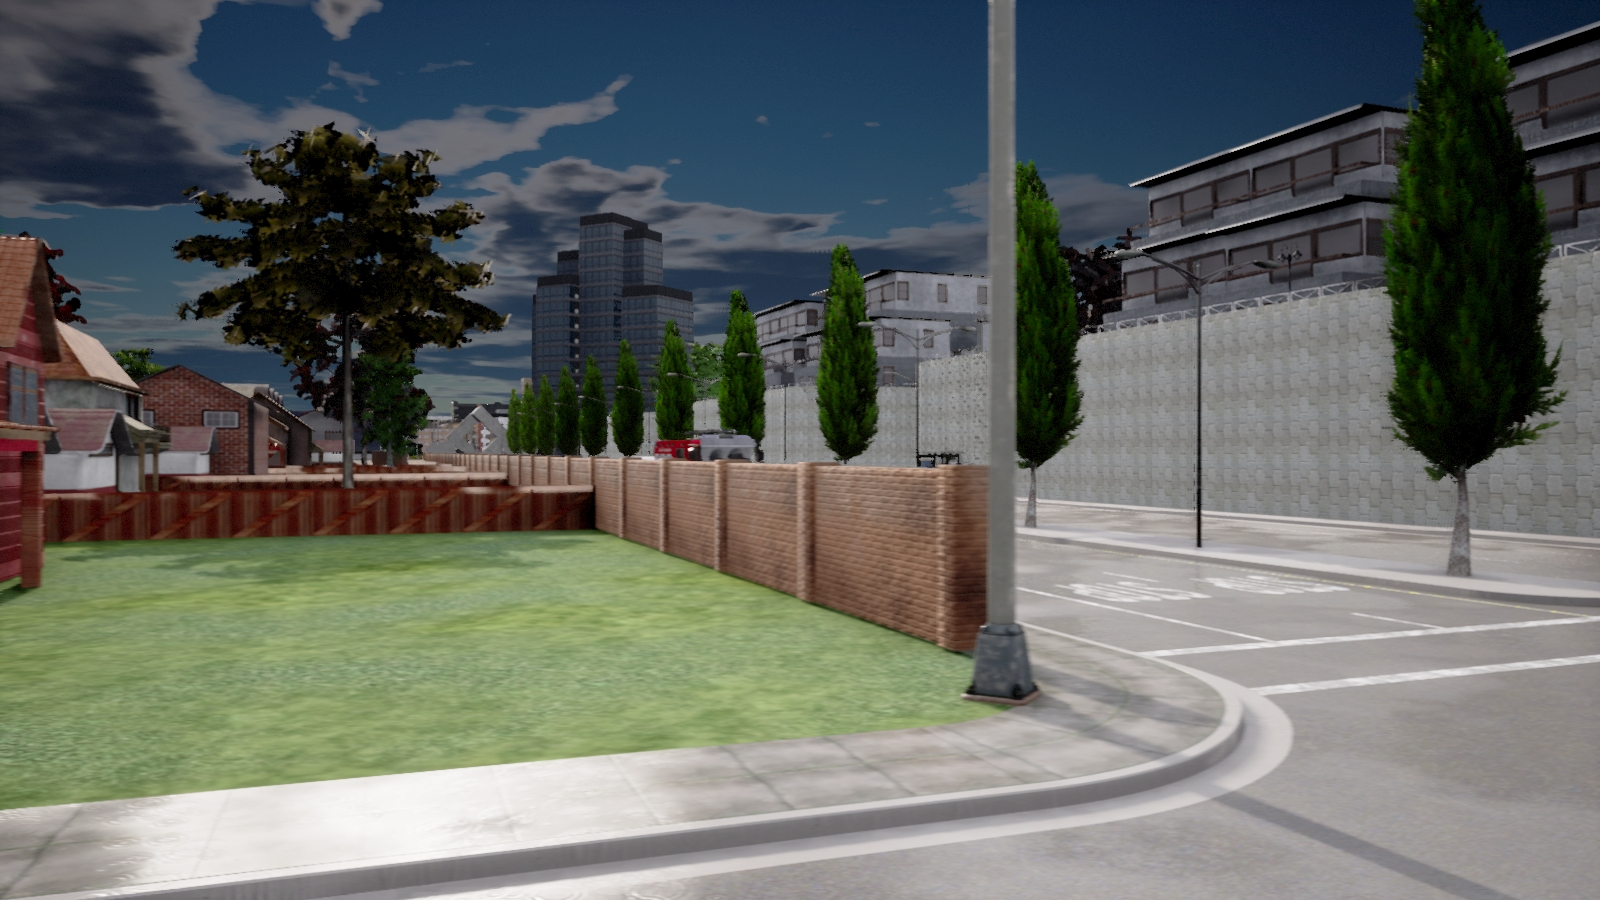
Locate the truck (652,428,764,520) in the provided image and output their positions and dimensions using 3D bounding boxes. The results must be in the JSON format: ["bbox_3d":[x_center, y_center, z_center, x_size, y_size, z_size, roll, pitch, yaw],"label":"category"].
[{"bbox_3d":[-4.398,1.013,52.296,2.891,3.827,8.468,0,0,-21],"label":"truck"}]
